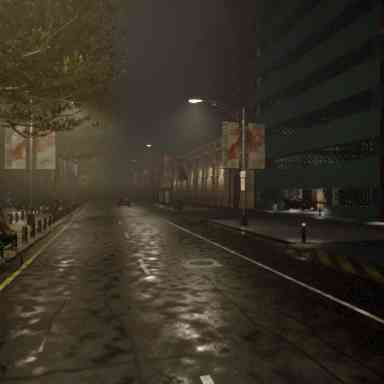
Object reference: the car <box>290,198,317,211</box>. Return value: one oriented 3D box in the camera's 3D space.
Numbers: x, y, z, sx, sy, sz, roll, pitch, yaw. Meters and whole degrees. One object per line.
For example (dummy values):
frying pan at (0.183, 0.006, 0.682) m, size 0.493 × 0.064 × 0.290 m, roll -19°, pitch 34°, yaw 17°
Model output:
car at (12.612, 1.413, 38.948) m, size 2.161 × 1.482 × 4.786 m, roll 0°, pitch 0°, yaw -15°

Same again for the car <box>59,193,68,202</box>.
car at (-26.527, 1.225, 65.929) m, size 2.150 × 2.045 × 5.566 m, roll 0°, pitch 0°, yaw -15°

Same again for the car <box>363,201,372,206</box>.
car at (23.922, 1.463, 41.564) m, size 1.895 × 1.301 × 4.718 m, roll 0°, pitch 0°, yaw -15°

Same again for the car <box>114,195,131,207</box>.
car at (-10.614, 1.526, 51.319) m, size 1.812 × 1.442 × 4.674 m, roll 0°, pitch 0°, yaw -15°

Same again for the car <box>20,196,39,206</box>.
car at (-27.866, 1.478, 57.192) m, size 1.882 × 1.535 × 5.008 m, roll 0°, pitch 0°, yaw -15°

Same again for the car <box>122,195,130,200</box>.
car at (-18.444, 1.595, 92.738) m, size 1.895 × 1.301 × 4.718 m, roll 0°, pitch 0°, yaw -15°

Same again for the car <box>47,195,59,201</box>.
car at (-34.841, 1.535, 83.425) m, size 2.033 × 1.411 × 5.357 m, roll 0°, pitch 0°, yaw -15°

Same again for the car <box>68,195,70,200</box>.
car at (-30.463, 1.525, 80.612) m, size 2.128 × 1.511 × 4.902 m, roll 0°, pitch 0°, yaw -15°

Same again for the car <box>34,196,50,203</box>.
car at (-30.888, 1.525, 68.680) m, size 2.128 × 1.511 × 4.902 m, roll 0°, pitch 0°, yaw -15°

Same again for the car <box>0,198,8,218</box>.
car at (-15.505, 1.351, 24.431) m, size 2.097 × 1.767 × 4.553 m, roll 0°, pitch 0°, yaw -15°

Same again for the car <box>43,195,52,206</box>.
car at (-22.672, 1.478, 51.210) m, size 1.882 × 1.535 × 5.008 m, roll 0°, pitch 0°, yaw -15°

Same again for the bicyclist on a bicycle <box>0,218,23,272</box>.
bicyclist on a bicycle at (-5.503, 1.369, 9.291) m, size 1.656 × 1.620 × 0.582 m, roll 13°, pitch -3°, yaw -14°

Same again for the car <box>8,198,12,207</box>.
car at (-25.644, 1.548, 45.341) m, size 2.033 × 1.411 × 5.357 m, roll 0°, pitch 0°, yaw 0°

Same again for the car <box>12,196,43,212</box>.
car at (-19.662, 1.505, 39.940) m, size 1.837 × 1.490 × 4.892 m, roll 0°, pitch 0°, yaw -15°
